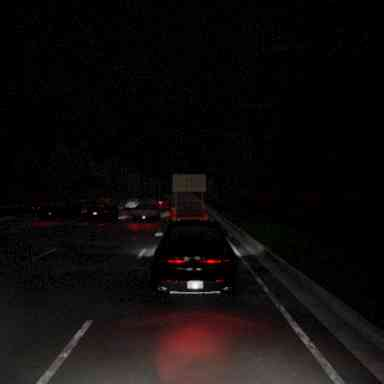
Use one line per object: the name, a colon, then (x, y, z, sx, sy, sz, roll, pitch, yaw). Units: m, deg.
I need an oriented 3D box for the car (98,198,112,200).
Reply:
car: (-10.743, 1.458, 41.346, 1.882, 1.535, 5.008, 0, 0, -1)

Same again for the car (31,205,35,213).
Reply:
car: (-14.170, 1.531, 33.405, 2.033, 1.411, 5.357, 0, 0, -1)

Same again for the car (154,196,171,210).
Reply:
car: (-3.747, 1.332, 41.656, 2.097, 1.767, 4.553, 0, 0, 0)

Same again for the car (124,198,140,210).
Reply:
car: (-7.248, 1.505, 41.619, 1.812, 1.442, 4.674, 0, 0, -1)

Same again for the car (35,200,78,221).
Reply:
car: (-10.616, 1.464, 27.264, 1.882, 1.535, 5.008, 0, 0, -1)

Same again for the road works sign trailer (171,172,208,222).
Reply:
road works sign trailer: (-0.189, 0.453, 22.631, 2.380, 3.560, 2.880, 0, 0, -3)

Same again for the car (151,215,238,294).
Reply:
car: (0.043, 1.502, 8.732, 1.837, 1.490, 4.892, 0, 0, 0)

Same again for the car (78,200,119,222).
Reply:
car: (-7.108, 1.550, 26.312, 1.994, 1.385, 4.181, 0, 0, -1)

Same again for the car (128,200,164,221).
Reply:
car: (-3.614, 1.588, 27.012, 1.895, 1.301, 4.718, 0, 0, -1)
